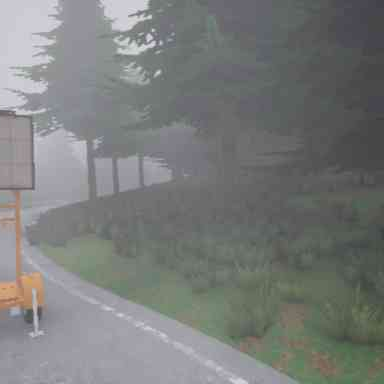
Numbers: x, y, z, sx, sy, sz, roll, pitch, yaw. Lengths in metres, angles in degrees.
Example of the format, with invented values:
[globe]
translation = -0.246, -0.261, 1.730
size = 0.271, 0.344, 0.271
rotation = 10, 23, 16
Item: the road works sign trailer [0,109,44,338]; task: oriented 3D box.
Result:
[road works sign trailer]
translation = -3.954, 0.378, 5.554
size = 2.380, 3.560, 2.880
rotation = -2, 2, -33
